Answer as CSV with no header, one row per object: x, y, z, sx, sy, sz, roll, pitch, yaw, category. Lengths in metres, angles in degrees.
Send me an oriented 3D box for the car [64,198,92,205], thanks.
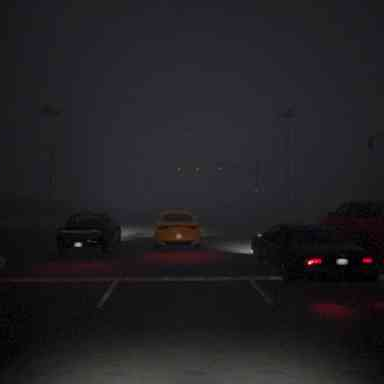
-25.219,2.121,73.699,5.357,1.411,2.033,0,-1,35,car

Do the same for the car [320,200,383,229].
6.569,1.317,12.275,2.150,2.045,5.566,0,-1,-4,car

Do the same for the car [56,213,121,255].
-4.107,1.601,13.796,2.128,1.511,4.902,0,0,-5,car

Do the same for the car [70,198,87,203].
-30.132,2.169,88.277,4.181,1.385,1.994,0,0,21,car

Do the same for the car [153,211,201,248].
-0.757,1.600,15.458,1.882,1.535,5.008,0,0,-6,car

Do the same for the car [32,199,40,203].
-34.587,2.046,78.748,5.008,1.535,1.882,0,0,18,car

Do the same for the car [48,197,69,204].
-32.843,2.082,81.824,4.892,1.490,1.837,0,0,21,car

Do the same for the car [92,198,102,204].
-23.782,2.084,76.949,5.008,1.535,1.882,0,-1,32,car

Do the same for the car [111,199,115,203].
-21.301,2.212,83.707,4.181,1.385,1.994,0,-1,32,car

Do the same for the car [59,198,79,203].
-31.516,2.194,85.060,4.718,1.301,1.895,0,0,21,car

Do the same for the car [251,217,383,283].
3.217,1.626,9.944,2.033,1.411,5.357,0,0,-3,car

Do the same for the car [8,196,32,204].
-39.535,1.831,76.691,5.566,2.045,2.150,0,0,14,car

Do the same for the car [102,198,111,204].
-22.602,2.229,80.372,4.718,1.301,1.895,0,-1,32,car

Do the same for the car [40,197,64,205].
-30.323,1.931,72.821,4.553,1.767,2.097,0,-1,28,car
